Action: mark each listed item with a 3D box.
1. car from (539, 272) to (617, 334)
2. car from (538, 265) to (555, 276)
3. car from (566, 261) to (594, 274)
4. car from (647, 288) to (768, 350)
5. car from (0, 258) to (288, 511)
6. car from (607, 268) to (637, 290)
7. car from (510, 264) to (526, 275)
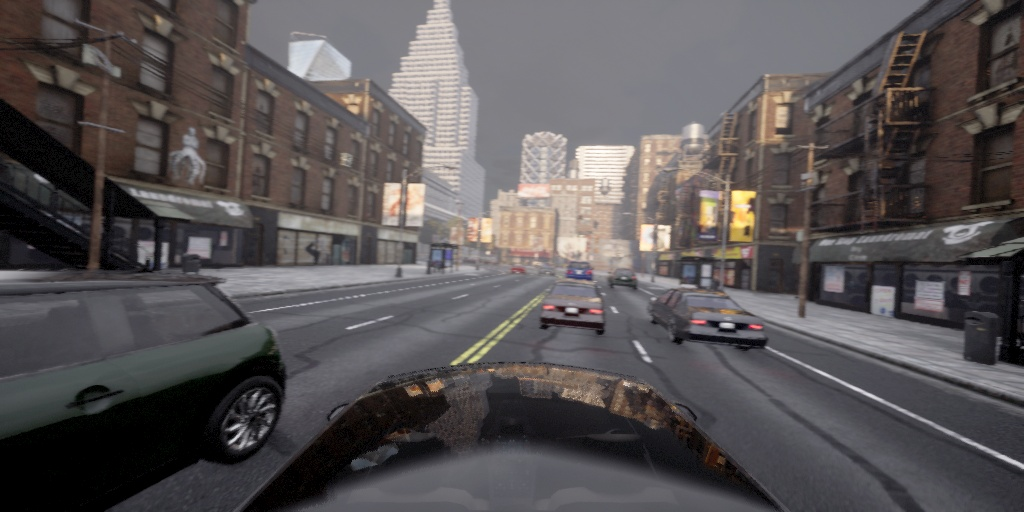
[{"bbox_3d":[2.000,1.464,11.572,2.033,1.411,5.357,3,0,11],"label":"car"},{"bbox_3d":[4.264,1.808,44.223,1.994,1.385,4.181,3,0,2],"label":"car"},{"bbox_3d":[5.759,1.455,30.648,2.150,2.045,5.566,3,0,11],"label":"car"},{"bbox_3d":[5.372,1.666,10.608,2.033,1.411,5.357,3,0,11],"label":"car"},{"bbox_3d":[-3.652,0.878,1.880,2.097,1.767,4.553,3,0,11],"label":"car"},{"bbox_3d":[9.253,1.798,30.350,2.097,1.767,4.553,3,0,11],"label":"car"},{"bbox_3d":[0.767,1.659,44.298,1.895,1.301,4.718,3,0,2],"label":"car"}]
